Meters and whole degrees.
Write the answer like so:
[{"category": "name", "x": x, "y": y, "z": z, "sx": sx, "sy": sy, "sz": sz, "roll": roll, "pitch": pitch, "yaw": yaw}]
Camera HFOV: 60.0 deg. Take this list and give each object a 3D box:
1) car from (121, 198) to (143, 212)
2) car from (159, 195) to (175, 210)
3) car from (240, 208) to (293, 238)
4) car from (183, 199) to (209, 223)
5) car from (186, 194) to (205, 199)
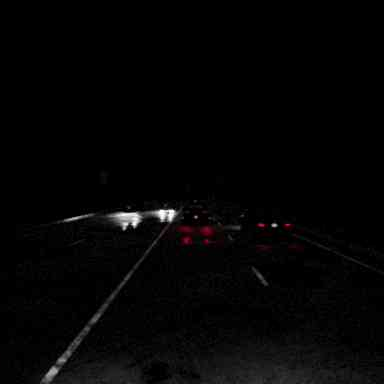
[{"category": "car", "x": -6.796, "y": 1.478, "z": 38.197, "sx": 2.128, "sy": 1.511, "sz": 4.902, "roll": 0, "pitch": 0, "yaw": 1}, {"category": "car", "x": -3.244, "y": 1.478, "z": 43.698, "sx": 2.128, "sy": 1.511, "sz": 4.902, "roll": 0, "pitch": 0, "yaw": 1}, {"category": "car", "x": 3.726, "y": 1.544, "z": 17.444, "sx": 2.033, "sy": 1.411, "sz": 5.357, "roll": 0, "pitch": 0, "yaw": 0}, {"category": "car", "x": 0.288, "y": 1.519, "z": 25.043, "sx": 1.812, "sy": 1.442, "sz": 4.674, "roll": 0, "pitch": 0, "yaw": 1}, {"category": "car", "x": 0.436, "y": 1.209, "z": 42.943, "sx": 2.150, "sy": 2.045, "sz": 5.566, "roll": 0, "pitch": 0, "yaw": 0}]
